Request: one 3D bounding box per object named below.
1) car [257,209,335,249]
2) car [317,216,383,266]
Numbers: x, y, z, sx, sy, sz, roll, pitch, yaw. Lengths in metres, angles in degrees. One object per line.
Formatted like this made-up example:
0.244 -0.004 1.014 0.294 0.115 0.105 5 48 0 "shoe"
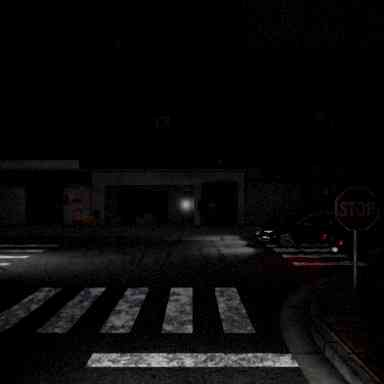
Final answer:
5.169 1.483 13.826 4.892 1.490 1.837 0 0 0 "car"
6.882 1.584 10.871 4.718 1.301 1.895 0 0 0 "car"
